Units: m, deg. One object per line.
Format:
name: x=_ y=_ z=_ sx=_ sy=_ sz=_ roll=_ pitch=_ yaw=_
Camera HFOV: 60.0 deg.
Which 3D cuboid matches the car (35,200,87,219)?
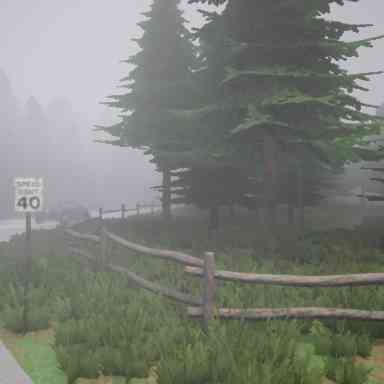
car: x=-9.469 y=1.366 z=24.596 sx=2.097 sy=1.767 sz=4.553 roll=0 pitch=0 yaw=9
